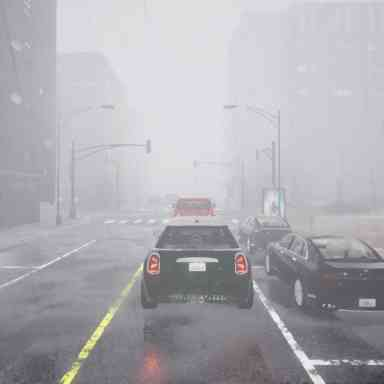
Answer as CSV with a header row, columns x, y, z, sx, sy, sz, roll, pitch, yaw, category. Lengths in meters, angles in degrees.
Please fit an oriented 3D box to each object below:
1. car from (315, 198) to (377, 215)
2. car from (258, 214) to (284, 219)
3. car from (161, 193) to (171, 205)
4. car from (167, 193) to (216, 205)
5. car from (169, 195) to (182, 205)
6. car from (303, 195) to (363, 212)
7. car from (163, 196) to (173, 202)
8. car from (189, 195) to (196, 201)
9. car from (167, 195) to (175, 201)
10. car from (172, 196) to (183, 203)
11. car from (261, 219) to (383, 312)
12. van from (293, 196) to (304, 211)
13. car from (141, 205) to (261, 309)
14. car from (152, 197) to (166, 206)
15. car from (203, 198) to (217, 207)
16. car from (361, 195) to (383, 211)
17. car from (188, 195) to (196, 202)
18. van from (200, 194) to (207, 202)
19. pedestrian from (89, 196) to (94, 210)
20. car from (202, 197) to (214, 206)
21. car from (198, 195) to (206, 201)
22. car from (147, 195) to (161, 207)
x,y,z,sx,sy,sz,roll,pitch,yaw,category
13.714,1.413,29.741,4.206,1.307,1.802,0,0,0,car
2.835,1.555,13.114,2.008,1.369,4.403,1,0,0,car
-3.102,1.240,51.000,2.150,2.045,5.566,0,0,0,car
0.094,1.228,17.513,2.150,2.045,5.566,0,0,0,car
-3.046,1.375,60.569,2.097,1.767,4.553,0,0,0,car
15.002,1.385,35.520,5.008,1.535,1.882,0,-1,2,car
-5.650,1.597,79.205,1.947,1.339,4.313,1,0,0,car
0.033,1.537,90.485,1.837,1.490,4.892,0,0,0,car
-5.646,1.603,90.347,1.947,1.339,4.313,1,0,0,car
-2.974,1.553,70.639,2.128,1.511,4.902,0,0,0,car
2.834,1.553,7.544,2.008,1.369,4.403,1,0,0,car
13.778,1.296,38.123,3.998,1.788,1.690,0,0,0,van
0.104,1.354,8.042,2.097,1.767,4.553,0,0,0,car
-5.658,1.566,56.921,1.887,1.381,4.507,1,0,0,car
2.720,1.585,51.307,1.947,1.339,4.313,1,0,0,car
19.305,1.228,38.081,5.009,1.841,2.192,0,0,0,car
0.028,1.509,77.635,1.882,1.535,5.008,0,0,0,car
2.733,1.373,79.163,1.690,1.788,3.998,1,0,0,van
-12.513,1.347,41.277,0.375,1.860,0.375,0,0,0,pedestrian
2.722,1.603,56.878,1.802,1.307,4.206,1,0,0,car
2.734,1.582,90.304,1.887,1.381,4.507,1,0,0,car
-5.656,1.334,51.350,2.192,1.841,5.009,1,0,0,car
